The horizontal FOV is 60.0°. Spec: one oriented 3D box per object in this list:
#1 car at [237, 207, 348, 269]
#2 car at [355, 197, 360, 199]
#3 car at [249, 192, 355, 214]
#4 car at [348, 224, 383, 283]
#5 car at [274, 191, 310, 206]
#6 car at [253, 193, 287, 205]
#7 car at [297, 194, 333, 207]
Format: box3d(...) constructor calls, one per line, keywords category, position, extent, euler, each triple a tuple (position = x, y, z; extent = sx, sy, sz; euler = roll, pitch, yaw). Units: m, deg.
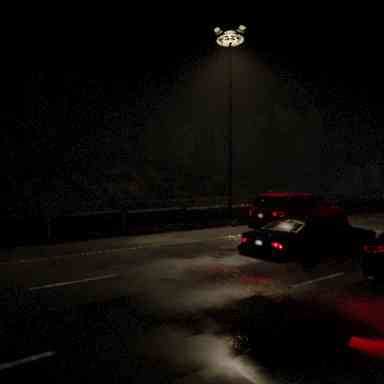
box3d(category="car", position=(3.939, 1.453, 10.871), extent=(5.357, 1.411, 2.033), euler=(-1, 1, -35))
box3d(category="car", position=(16.987, 1.014, 37.592), extent=(5.357, 1.411, 2.033), euler=(-2, 1, -35))
box3d(category="car", position=(5.180, 1.076, 16.038), extent=(5.566, 2.045, 2.150), euler=(-1, 1, -35))
box3d(category="car", position=(6.158, 1.380, 8.157), extent=(5.008, 1.535, 1.882), euler=(-1, 1, -35))
box3d(category="car", position=(13.032, 0.816, 43.362), extent=(4.553, 1.767, 2.097), euler=(-2, 1, -35))
box3d(category="car", position=(10.875, 0.973, 46.121), extent=(4.892, 1.490, 1.837), euler=(-2, 1, -35))
box3d(category="car", position=(14.955, 0.993, 40.437), extent=(4.674, 1.442, 1.812), euler=(-2, 1, -35))
